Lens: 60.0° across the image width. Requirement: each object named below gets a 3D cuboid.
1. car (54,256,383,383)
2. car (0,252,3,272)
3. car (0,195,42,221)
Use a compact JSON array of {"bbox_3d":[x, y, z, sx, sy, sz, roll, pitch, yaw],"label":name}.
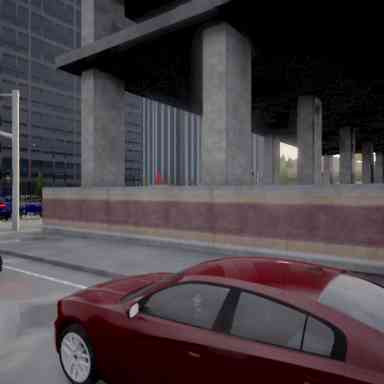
[{"bbox_3d":[0.503,1.477,3.632,5.008,1.535,1.882,0,0,35],"label":"car"},{"bbox_3d":[-6.845,1.561,8.819,4.181,1.385,1.994,0,0,36],"label":"car"},{"bbox_3d":[-13.579,1.268,27.775,2.150,2.045,5.566,0,0,36],"label":"car"}]
